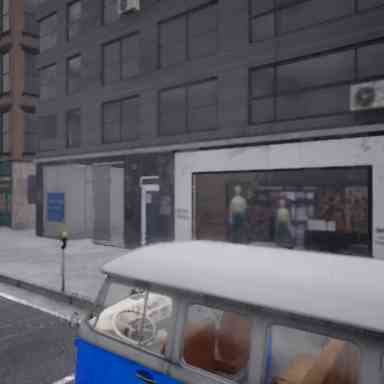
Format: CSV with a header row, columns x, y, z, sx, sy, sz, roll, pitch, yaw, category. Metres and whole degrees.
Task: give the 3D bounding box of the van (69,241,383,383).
x,y,z,sx,sy,sz,roll,pitch,yaw,category
0.884,1.341,2.178,3.998,1.788,1.690,0,0,35,van
